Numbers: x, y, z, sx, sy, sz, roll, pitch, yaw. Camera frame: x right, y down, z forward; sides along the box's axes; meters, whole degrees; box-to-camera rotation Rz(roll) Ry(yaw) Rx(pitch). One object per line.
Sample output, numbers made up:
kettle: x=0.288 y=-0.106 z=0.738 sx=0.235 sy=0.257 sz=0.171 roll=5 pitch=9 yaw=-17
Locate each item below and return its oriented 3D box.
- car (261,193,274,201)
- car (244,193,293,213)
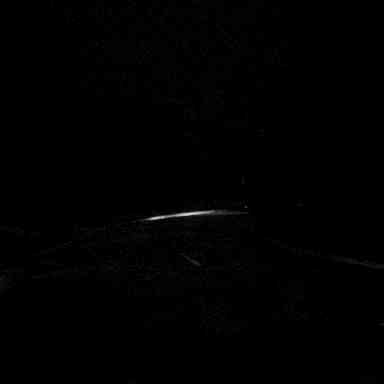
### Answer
car: x=14.820 y=0.897 z=65.236 sx=1.882 sy=1.535 sz=5.008 roll=-1 pitch=-1 yaw=20
car: x=7.152 y=1.082 z=30.940 sx=4.902 sy=1.511 sz=2.128 roll=-1 pitch=0 yaw=-22
